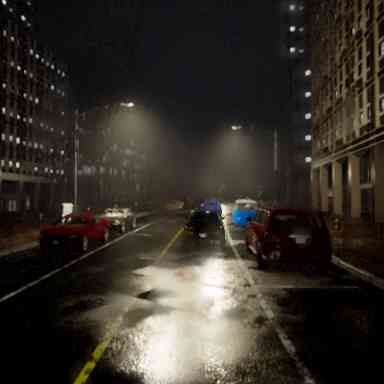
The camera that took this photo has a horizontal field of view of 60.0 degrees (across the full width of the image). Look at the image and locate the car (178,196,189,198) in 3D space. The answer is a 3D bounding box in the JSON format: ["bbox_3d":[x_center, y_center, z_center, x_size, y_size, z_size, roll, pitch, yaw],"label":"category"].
[{"bbox_3d":[-1.355,1.538,48.368,2.192,1.841,5.009,1,0,9],"label":"car"}]

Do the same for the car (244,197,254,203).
[{"bbox_3d":[13.918,1.889,80.672,1.947,1.339,4.313,1,0,16],"label":"car"}]

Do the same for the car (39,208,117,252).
[{"bbox_3d":[-4.912,1.617,14.447,1.887,1.381,4.507,1,0,2],"label":"car"}]

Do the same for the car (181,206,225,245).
[{"bbox_3d":[0.602,1.604,15.909,1.812,1.442,4.674,0,0,3],"label":"car"}]

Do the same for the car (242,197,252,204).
[{"bbox_3d":[12.443,1.828,75.190,1.752,1.417,4.829,1,0,15],"label":"car"}]

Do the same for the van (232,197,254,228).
[{"bbox_3d":[3.657,1.447,22.775,1.690,1.788,3.998,1,0,5],"label":"van"}]

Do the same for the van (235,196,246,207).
[{"bbox_3d":[8.471,1.581,57.767,1.690,1.788,3.998,1,0,11],"label":"van"}]

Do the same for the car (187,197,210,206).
[{"bbox_3d":[0.935,1.759,46.925,2.033,1.411,5.357,0,0,9],"label":"car"}]

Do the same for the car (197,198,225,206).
[{"bbox_3d":[1.883,1.621,31.636,1.882,1.535,5.008,0,0,6],"label":"car"}]

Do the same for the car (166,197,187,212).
[{"bbox_3d":[-2.228,1.723,42.596,1.752,1.417,4.829,1,0,8],"label":"car"}]

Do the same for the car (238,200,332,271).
[{"bbox_3d":[2.968,1.372,11.086,2.192,1.841,5.009,1,0,3],"label":"car"}]

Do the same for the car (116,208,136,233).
[{"bbox_3d":[-4.580,1.650,20.129,2.008,1.369,4.403,1,0,4],"label":"car"}]
